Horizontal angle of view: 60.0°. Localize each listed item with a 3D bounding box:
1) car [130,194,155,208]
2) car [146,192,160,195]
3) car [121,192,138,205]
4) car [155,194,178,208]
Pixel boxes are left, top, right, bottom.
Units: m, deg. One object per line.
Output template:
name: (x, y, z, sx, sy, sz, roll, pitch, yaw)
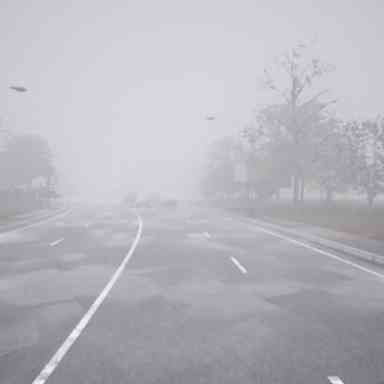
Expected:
car: (-6.729, 1.413, 44.599, 1.812, 1.442, 4.674, 0, 0, -19)
car: (-6.696, 1.084, 55.236, 2.150, 2.045, 5.566, 0, 0, -22)
car: (-10.088, 1.086, 54.291, 2.150, 2.045, 5.566, 0, 0, -22)
car: (-3.344, 1.362, 45.494, 1.882, 1.535, 5.008, 0, 0, -19)
